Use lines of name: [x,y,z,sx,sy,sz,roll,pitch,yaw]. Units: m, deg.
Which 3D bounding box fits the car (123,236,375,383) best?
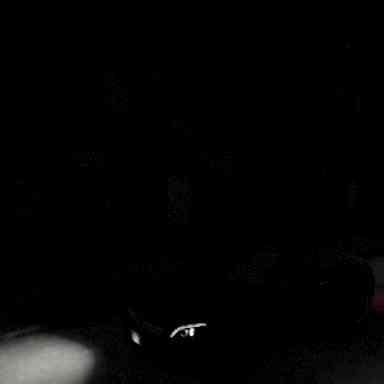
car: [1.206,1.517,5.449,4.674,1.442,1.812,0,0,-36]
